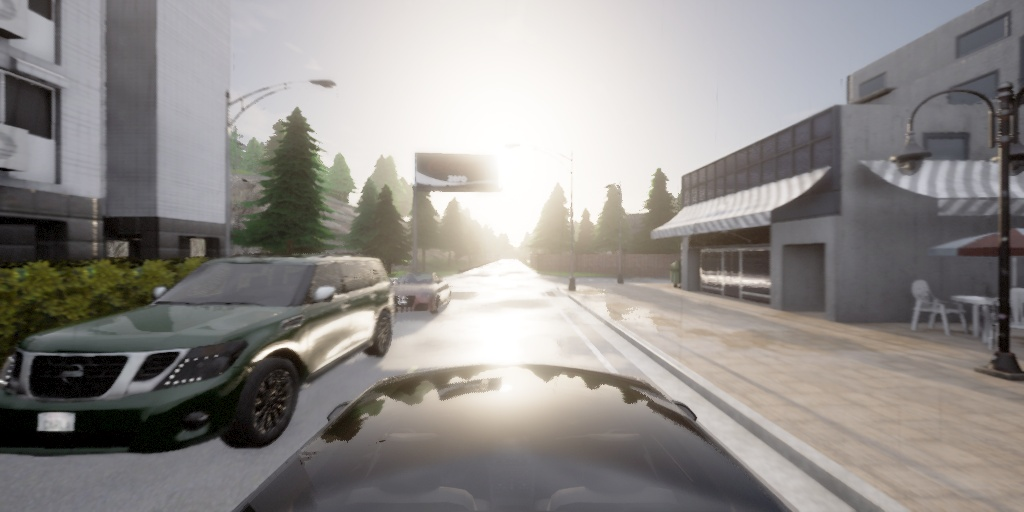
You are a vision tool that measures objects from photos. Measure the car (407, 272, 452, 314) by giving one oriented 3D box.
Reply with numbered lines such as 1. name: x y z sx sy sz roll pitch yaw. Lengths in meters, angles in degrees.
1. car: -3.501 1.313 13.540 1.994 1.385 4.181 0 0 0

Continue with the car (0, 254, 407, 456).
1. car: -3.591 0.972 5.596 2.150 2.045 5.566 0 0 0
